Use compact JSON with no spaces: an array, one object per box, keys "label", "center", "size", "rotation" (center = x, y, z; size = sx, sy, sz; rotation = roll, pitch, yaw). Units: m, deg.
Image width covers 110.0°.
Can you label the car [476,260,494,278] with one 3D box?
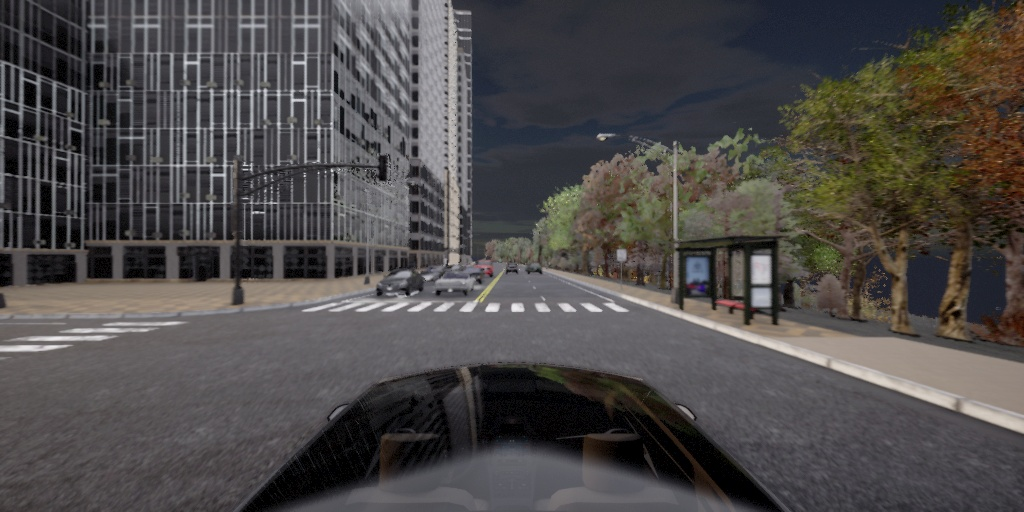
[{"label":"car","center":[-3.333,1.479,42.625],"size":[2.150,2.045,5.566],"rotation":[0,-1,1]}]

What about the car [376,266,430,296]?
[{"label":"car","center":[-6.594,1.524,21.661],"size":[1.812,1.442,4.674],"rotation":[0,-1,0]}]

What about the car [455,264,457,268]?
[{"label":"car","center":[-6.586,1.717,41.214],"size":[1.882,1.535,5.008],"rotation":[0,-1,0]}]

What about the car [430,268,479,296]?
[{"label":"car","center":[-3.345,1.599,21.730],"size":[1.895,1.301,4.718],"rotation":[0,-1,0]}]

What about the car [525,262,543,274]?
[{"label":"car","center":[3.256,1.718,51.887],"size":[2.097,1.767,4.553],"rotation":[0,-1,0]}]

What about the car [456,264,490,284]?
[{"label":"car","center":[-3.345,1.665,31.380],"size":[2.033,1.411,5.357],"rotation":[0,-1,0]}]

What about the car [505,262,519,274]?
[{"label":"car","center":[0.006,1.873,51.979],"size":[1.837,1.490,4.892],"rotation":[0,-1,0]}]

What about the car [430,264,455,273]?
[{"label":"car","center":[-6.594,1.603,30.836],"size":[2.128,1.511,4.902],"rotation":[0,-1,0]}]
